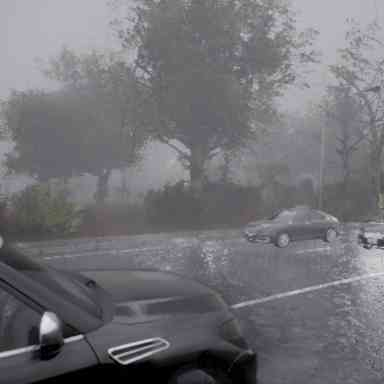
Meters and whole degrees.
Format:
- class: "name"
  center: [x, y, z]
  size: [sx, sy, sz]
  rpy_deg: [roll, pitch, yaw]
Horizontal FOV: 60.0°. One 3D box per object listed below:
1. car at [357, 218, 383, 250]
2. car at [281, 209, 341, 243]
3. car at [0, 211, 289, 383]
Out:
- class: "car"
  center: [8.631, 1.519, 13.086]
  size: [4.902, 1.511, 2.128]
  rpy_deg: [0, 0, -28]
- class: "car"
  center: [4.504, 1.531, 14.805]
  size: [4.892, 1.490, 1.837]
  rpy_deg: [0, 0, -29]
- class: "car"
  center: [-2.062, 1.208, 2.198]
  size: [5.566, 2.045, 2.150]
  rpy_deg: [0, 0, -35]
